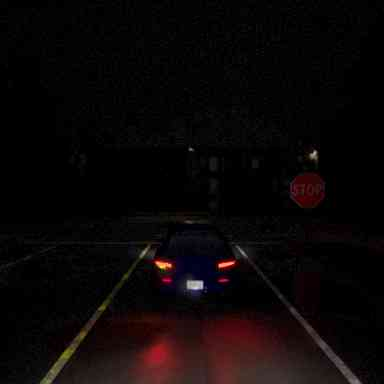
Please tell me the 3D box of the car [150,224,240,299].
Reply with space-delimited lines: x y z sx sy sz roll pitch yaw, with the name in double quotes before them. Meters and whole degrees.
"car" 0.065 1.521 8.337 1.812 1.442 4.674 0 0 0
